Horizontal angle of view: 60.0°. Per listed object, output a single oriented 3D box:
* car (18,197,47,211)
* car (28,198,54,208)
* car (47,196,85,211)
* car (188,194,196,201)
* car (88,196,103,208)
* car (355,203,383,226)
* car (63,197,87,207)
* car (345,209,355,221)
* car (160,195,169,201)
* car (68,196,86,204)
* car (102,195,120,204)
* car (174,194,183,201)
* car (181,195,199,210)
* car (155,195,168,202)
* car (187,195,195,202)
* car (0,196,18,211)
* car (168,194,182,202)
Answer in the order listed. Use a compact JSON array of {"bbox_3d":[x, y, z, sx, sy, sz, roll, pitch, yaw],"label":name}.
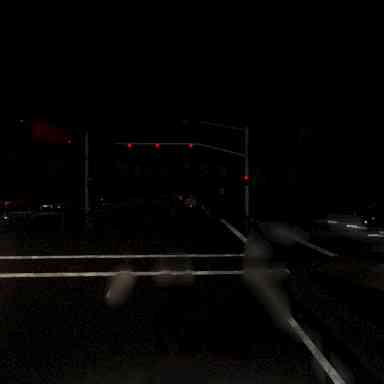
[{"bbox_3d":[-18.741,1.547,40.940,2.033,1.411,5.357,0,0,0],"label":"car"},{"bbox_3d":[-22.220,1.564,49.147,1.994,1.385,4.181,0,0,0],"label":"car"},{"bbox_3d":[-15.203,1.491,40.390,2.128,1.511,4.902,0,0,0],"label":"car"},{"bbox_3d":[0.039,1.419,84.450,1.882,1.535,5.008,0,0,1],"label":"car"},{"bbox_3d":[-15.221,1.563,49.360,1.994,1.385,4.181,0,0,0],"label":"car"},{"bbox_3d":[13.892,1.547,21.468,5.357,1.411,2.033,0,0,1],"label":"car"},{"bbox_3d":[-18.729,1.548,53.670,2.033,1.411,5.357,0,0,0],"label":"car"},{"bbox_3d":[13.982,1.526,24.967,4.674,1.442,1.812,0,0,1],"label":"car"},{"bbox_3d":[-6.959,1.465,84.616,1.812,1.442,4.674,0,0,1],"label":"car"},{"bbox_3d":[-22.179,1.525,64.276,1.812,1.442,4.674,0,0,0],"label":"car"},{"bbox_3d":[-15.204,1.563,63.621,1.994,1.385,4.181,0,0,0],"label":"car"},{"bbox_3d":[-3.460,1.296,84.504,2.097,1.767,4.553,0,0,1],"label":"car"},{"bbox_3d":[-0.112,1.525,43.252,1.812,1.442,4.674,0,0,0],"label":"car"},{"bbox_3d":[-7.151,1.536,74.255,2.033,1.411,5.357,0,0,1],"label":"car"},{"bbox_3d":[-0.151,1.521,74.270,1.812,1.442,4.674,0,0,1],"label":"car"},{"bbox_3d":[-22.203,1.352,40.447,2.097,1.767,4.553,0,0,0],"label":"car"},{"bbox_3d":[-3.648,1.551,74.675,1.994,1.385,4.181,0,0,1],"label":"car"}]
